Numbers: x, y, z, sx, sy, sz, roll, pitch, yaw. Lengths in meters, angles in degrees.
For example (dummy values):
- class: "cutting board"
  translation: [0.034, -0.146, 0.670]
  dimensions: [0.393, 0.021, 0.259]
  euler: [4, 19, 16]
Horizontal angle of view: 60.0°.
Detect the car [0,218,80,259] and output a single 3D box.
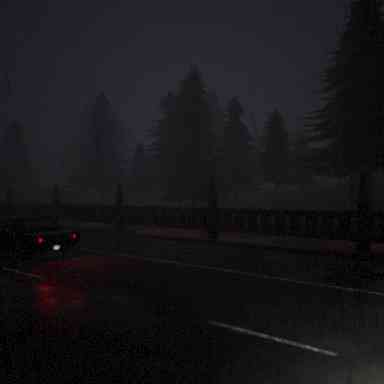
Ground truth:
- class: "car"
  translation: [-6.564, 1.666, 12.978]
  dimensions: [4.718, 1.301, 1.895]
  euler: [0, 0, 36]
